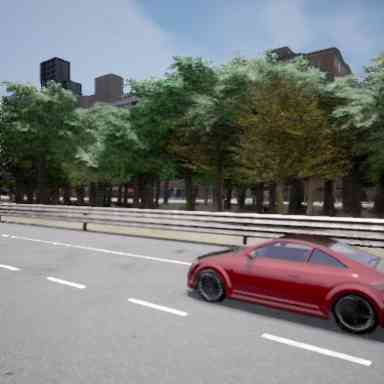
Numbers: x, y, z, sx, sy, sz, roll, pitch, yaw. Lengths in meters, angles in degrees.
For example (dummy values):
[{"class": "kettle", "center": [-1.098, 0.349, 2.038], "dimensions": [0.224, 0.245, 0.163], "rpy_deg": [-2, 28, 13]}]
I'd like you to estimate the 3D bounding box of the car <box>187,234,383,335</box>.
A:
[{"class": "car", "center": [1.944, 1.565, 6.783], "dimensions": [4.181, 1.385, 1.994], "rpy_deg": [0, 0, 36]}]
